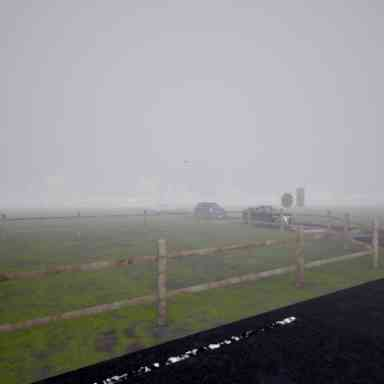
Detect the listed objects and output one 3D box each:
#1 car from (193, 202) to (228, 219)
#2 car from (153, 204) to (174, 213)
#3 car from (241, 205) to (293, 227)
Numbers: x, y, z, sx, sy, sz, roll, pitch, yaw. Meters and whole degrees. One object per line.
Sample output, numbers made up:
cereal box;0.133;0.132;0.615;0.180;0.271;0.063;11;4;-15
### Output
car;1.864;1.828;34.558;2.097;1.767;4.553;1;-1;-23
car;-4.201;2.366;48.602;1.895;1.301;4.718;1;-1;-23
car;5.686;1.786;25.718;2.128;1.511;4.902;1;-1;-23
